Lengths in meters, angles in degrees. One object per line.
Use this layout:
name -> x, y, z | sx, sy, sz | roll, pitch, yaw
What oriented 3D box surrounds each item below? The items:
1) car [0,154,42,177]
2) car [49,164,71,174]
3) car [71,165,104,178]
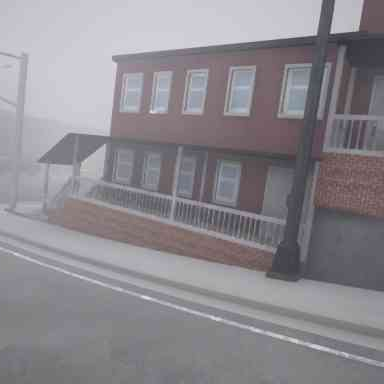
car -> -18.011, -2.751, 33.390 | 2.150, 2.045, 5.566 | 11, 7, 36
car -> -15.841, -3.029, 42.390 | 1.837, 1.490, 4.892 | 11, 7, 35
car -> -12.071, -2.493, 41.706 | 1.882, 1.535, 5.008 | 11, 7, 35
